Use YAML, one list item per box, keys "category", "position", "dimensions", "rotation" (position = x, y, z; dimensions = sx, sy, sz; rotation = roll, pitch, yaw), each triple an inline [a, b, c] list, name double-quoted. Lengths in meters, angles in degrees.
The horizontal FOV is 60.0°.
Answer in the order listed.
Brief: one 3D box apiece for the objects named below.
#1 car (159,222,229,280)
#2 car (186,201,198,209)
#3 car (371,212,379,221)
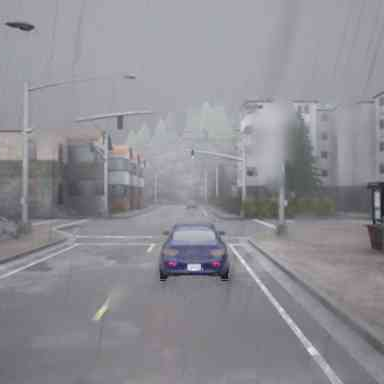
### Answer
- category: "car"
  position: [0.065, 1.641, 10.150]
  dimensions: [1.812, 1.442, 4.674]
  rotation: [0, -1, 0]
- category: "car"
  position: [0.040, 2.188, 57.123]
  dimensions: [2.033, 1.411, 5.357]
  rotation: [0, -1, 0]
- category: "car"
  position: [16.852, 1.648, 26.621]
  dimensions: [4.674, 1.442, 1.812]
  rotation: [0, -1, 0]
